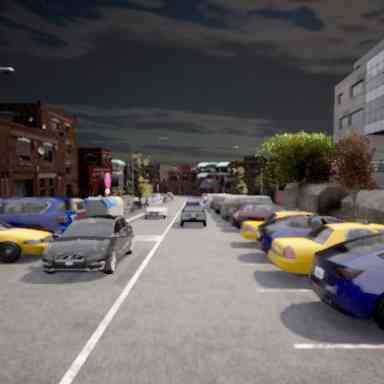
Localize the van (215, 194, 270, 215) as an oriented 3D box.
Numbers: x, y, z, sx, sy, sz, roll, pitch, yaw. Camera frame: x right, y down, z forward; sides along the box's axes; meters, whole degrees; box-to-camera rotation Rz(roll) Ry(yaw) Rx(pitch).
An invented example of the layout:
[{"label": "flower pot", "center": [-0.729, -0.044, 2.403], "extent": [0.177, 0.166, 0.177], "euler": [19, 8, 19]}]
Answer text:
[{"label": "van", "center": [4.517, 1.338, 28.478], "extent": [4.442, 1.987, 1.878], "euler": [0, 0, 0]}]

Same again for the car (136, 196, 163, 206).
[{"label": "car", "center": [-7.682, 1.531, 60.271], "extent": [4.553, 1.767, 2.185], "euler": [0, 0, 0]}]

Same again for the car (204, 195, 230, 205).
[{"label": "car", "center": [4.647, 1.536, 62.127], "extent": [4.553, 1.767, 2.185], "euler": [0, 0, 0]}]

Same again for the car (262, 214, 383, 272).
[{"label": "car", "center": [4.830, 1.504, 8.922], "extent": [5.366, 1.575, 1.946], "euler": [0, 0, 0]}]

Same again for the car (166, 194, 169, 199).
[{"label": "car", "center": [-7.748, 1.712, 69.210], "extent": [4.792, 1.488, 2.163], "euler": [0, 0, 0]}]

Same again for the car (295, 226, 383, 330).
[{"label": "car", "center": [4.676, 1.528, 6.129], "extent": [4.792, 1.488, 2.163], "euler": [0, 0, 0]}]

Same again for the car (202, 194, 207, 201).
[{"label": "car", "center": [4.651, 1.370, 48.035], "extent": [5.566, 2.045, 2.435], "euler": [0, 0, 0]}]

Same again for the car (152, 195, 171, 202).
[{"label": "car", "center": [-7.696, 1.595, 83.906], "extent": [4.553, 1.767, 2.185], "euler": [0, 0, 0]}]

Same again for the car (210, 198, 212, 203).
[{"label": "car", "center": [4.627, 1.628, 36.858], "extent": [4.674, 1.452, 2.002], "euler": [0, 0, 0]}]

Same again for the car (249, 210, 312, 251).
[{"label": "car", "center": [4.672, 1.545, 11.717], "extent": [4.792, 1.488, 2.163], "euler": [0, 0, 0]}]

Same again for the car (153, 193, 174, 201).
[{"label": "car", "center": [-7.702, 1.416, 89.678], "extent": [5.566, 2.045, 2.435], "euler": [0, 1, 0]}]

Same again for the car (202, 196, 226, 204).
[{"label": "car", "center": [4.605, 1.686, 70.383], "extent": [5.008, 1.535, 2.097], "euler": [0, 0, 0]}]

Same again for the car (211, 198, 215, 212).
[{"label": "car", "center": [4.627, 1.572, 31.396], "extent": [5.008, 1.535, 2.097], "euler": [0, 0, 0]}]

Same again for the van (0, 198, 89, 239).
[{"label": "van", "center": [-7.806, 1.305, 17.018], "extent": [4.442, 1.987, 1.878], "euler": [0, 0, 0]}]

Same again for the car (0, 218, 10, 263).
[{"label": "car", "center": [-7.683, 1.546, 8.644], "extent": [4.674, 1.452, 2.002], "euler": [0, 0, 0]}]

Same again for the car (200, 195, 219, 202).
[{"label": "car", "center": [4.595, 1.703, 87.157], "extent": [4.892, 1.521, 2.231], "euler": [0, 1, 0]}]

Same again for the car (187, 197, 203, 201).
[{"label": "car", "center": [0.076, 1.603, 42.594], "extent": [1.882, 1.535, 5.008], "euler": [0, 0, 0]}]

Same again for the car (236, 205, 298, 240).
[{"label": "car", "center": [4.827, 1.520, 14.510], "extent": [5.366, 1.575, 1.946], "euler": [0, 0, 0]}]

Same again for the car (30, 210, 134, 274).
[{"label": "car", "center": [-3.081, 1.537, 10.777], "extent": [1.837, 1.490, 4.892], "euler": [0, 0, 0]}]

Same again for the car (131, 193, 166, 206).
[{"label": "car", "center": [-7.740, 1.397, 57.458], "extent": [5.566, 2.045, 2.435], "euler": [0, 0, 0]}]

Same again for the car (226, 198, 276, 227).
[{"label": "car", "center": [4.606, 1.414, 20.099], "extent": [4.553, 1.767, 2.185], "euler": [0, 0, 0]}]

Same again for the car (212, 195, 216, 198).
[{"label": "car", "center": [4.661, 1.455, 34.067], "extent": [4.553, 1.767, 2.185], "euler": [0, 0, 0]}]

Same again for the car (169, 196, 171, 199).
[{"label": "car", "center": [-7.728, 1.701, 74.961], "extent": [4.892, 1.521, 2.231], "euler": [0, 0, 0]}]

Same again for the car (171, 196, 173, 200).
[{"label": "car", "center": [-7.909, 1.705, 78.024], "extent": [5.366, 1.575, 1.946], "euler": [0, 0, 0]}]

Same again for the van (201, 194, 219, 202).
[{"label": "van", "center": [4.486, 1.495, 84.348], "extent": [4.442, 1.987, 1.878], "euler": [0, 0, 0]}]

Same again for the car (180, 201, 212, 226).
[{"label": "car", "center": [0.086, 1.619, 24.251], "extent": [2.033, 1.411, 5.357], "euler": [0, 0, 0]}]

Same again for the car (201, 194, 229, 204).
[{"label": "car", "center": [4.584, 1.426, 67.589], "extent": [5.566, 2.045, 2.435], "euler": [0, 0, 0]}]

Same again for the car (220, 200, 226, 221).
[{"label": "car", "center": [4.631, 1.549, 22.890], "extent": [4.892, 1.521, 2.231], "euler": [0, 0, 0]}]

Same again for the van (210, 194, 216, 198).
[{"label": "van", "center": [4.744, 1.371, 39.653], "extent": [4.442, 1.987, 1.878], "euler": [0, 0, 0]}]

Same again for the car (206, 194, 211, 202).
[{"label": "car", "center": [4.594, 1.487, 45.240], "extent": [4.553, 1.767, 2.185], "euler": [0, 0, 0]}]

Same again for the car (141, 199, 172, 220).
[{"label": "car", "center": [-3.105, 1.613, 29.655], "extent": [1.812, 1.442, 4.674], "euler": [0, 0, 0]}]

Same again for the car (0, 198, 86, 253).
[{"label": "car", "center": [-7.717, 1.271, 14.226], "extent": [5.566, 2.045, 2.435], "euler": [0, 0, 0]}]
